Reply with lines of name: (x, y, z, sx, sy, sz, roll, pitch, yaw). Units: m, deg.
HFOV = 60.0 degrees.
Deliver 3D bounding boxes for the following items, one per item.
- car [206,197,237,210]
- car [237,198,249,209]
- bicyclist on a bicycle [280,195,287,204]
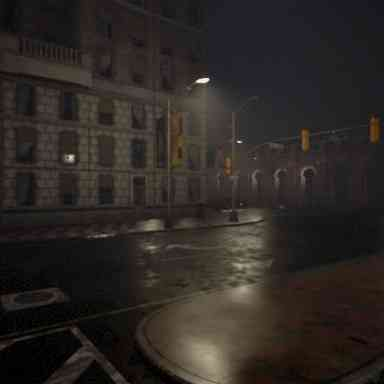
car: (2.929, 1.529, 43.284, 2.033, 1.411, 5.357, 0, 0, -36)
car: (5.659, 1.483, 45.492, 1.837, 1.490, 4.892, 0, 1, -36)
bicyclist on a bicycle: (15.551, 1.271, 56.504, 1.656, 1.620, 0.582, 0, 0, -36)
